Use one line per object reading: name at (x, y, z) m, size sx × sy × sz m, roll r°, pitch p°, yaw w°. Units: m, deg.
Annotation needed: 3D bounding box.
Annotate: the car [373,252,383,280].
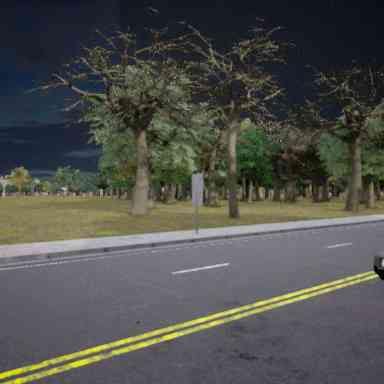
car at (6.449, 1.597, 8.025) m, size 4.718 × 1.301 × 1.895 m, roll 0°, pitch 0°, yaw -35°
